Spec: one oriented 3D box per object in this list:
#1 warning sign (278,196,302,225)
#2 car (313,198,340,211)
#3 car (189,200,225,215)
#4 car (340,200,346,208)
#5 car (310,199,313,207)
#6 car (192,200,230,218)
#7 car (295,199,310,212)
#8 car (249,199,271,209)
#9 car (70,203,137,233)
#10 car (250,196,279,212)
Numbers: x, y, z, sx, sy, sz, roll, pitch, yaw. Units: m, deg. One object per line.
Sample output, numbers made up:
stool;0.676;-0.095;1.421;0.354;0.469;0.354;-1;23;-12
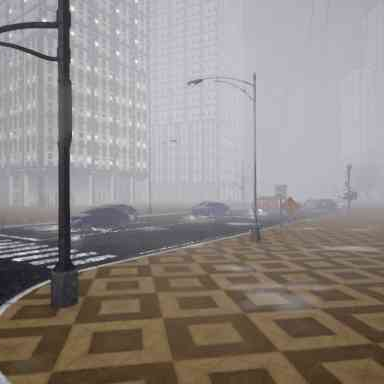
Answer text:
warning sign;6.784;1.250;22.979;1.300;1.860;1.060;0;0;34
car;18.471;1.654;45.526;2.097;1.767;4.553;0;-1;32
car;1.843;1.759;38.304;1.837;1.490;4.892;0;-1;34
car;24.402;1.965;55.237;1.895;1.301;4.718;0;0;30
car;19.081;1.831;52.776;1.882;1.535;5.008;0;0;31
car;1.982;1.688;32.730;1.882;1.535;5.008;0;-1;34
car;13.860;1.897;44.380;1.895;1.301;4.718;0;-1;33
car;10.583;1.876;51.402;1.812;1.442;4.674;0;-1;32
car;-5.966;1.645;21.070;1.812;1.442;4.674;0;-1;34
car;9.741;1.516;44.218;2.150;2.045;5.566;0;0;34
